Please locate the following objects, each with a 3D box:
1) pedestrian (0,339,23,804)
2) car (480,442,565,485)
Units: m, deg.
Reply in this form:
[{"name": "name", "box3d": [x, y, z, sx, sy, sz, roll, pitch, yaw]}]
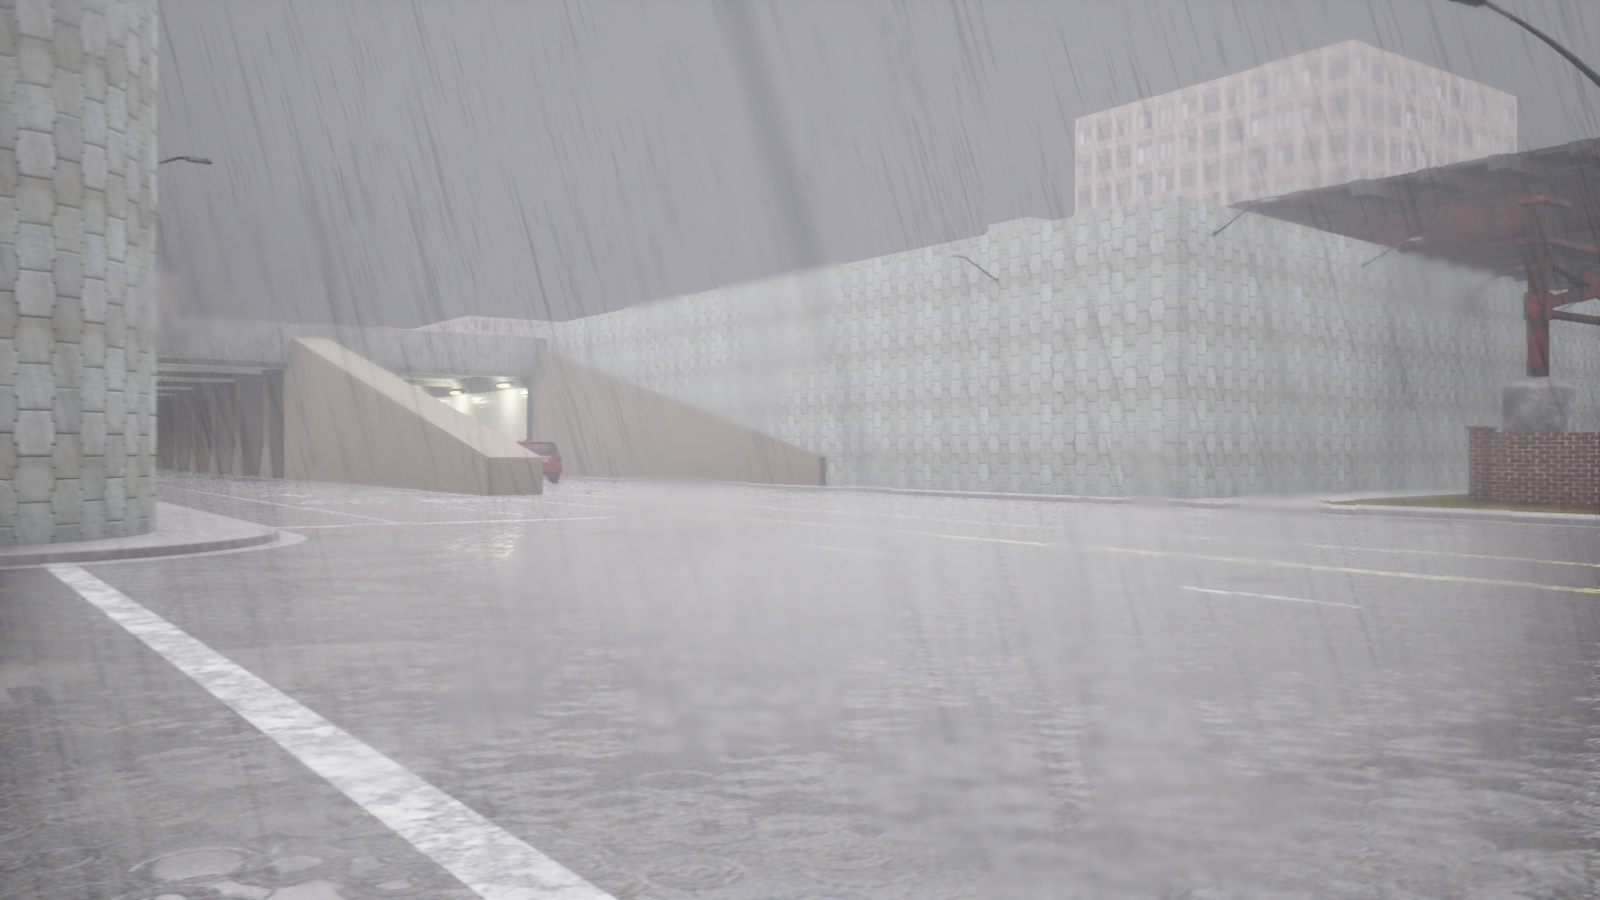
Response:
[{"name": "pedestrian", "box3d": [-3.851, 0.511, 5.290, 0.873, 1.952, 0.659, 0, 0, 31]}, {"name": "car", "box3d": [-13.677, 0.644, 61.716, 2.150, 2.045, 5.566, 0, 0, -34]}]
